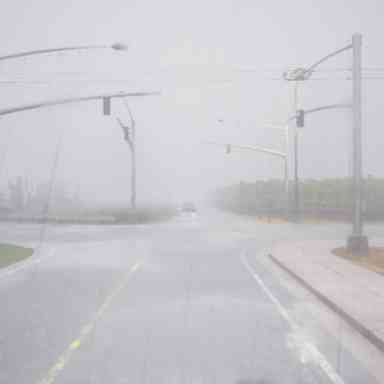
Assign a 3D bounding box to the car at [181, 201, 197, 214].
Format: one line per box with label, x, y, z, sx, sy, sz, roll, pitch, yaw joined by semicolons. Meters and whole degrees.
car;-0.419;1.876;41.022;2.033;1.411;5.357;0;0;-3
